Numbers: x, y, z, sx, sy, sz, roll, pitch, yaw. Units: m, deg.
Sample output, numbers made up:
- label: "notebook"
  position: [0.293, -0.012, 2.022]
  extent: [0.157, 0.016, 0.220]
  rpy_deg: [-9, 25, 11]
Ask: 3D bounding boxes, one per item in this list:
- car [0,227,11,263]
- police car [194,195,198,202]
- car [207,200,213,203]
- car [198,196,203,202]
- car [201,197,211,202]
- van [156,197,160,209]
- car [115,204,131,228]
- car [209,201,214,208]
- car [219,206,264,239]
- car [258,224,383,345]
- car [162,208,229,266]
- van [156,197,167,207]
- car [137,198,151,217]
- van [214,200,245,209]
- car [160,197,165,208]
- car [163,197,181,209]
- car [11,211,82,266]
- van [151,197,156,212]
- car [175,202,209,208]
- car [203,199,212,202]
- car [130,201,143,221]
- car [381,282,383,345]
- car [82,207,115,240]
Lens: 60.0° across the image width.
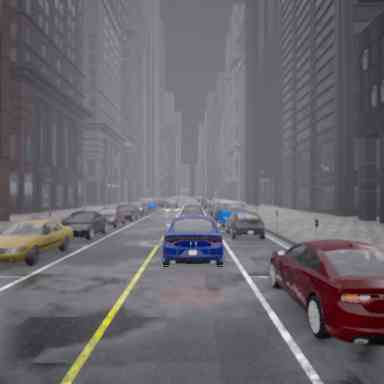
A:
- label: "car"
  position: [-5.765, 1.612, 6.514]
  extent: [1.947, 1.339, 4.313]
  rpy_deg: [0, 0, 0]
- label: "police car"
  position: [2.352, 2.156, 92.499]
  extent: [1.930, 1.638, 5.238]
  rpy_deg: [0, -1, 0]
- label: "car"
  position: [2.755, 1.835, 34.713]
  extent: [1.802, 1.307, 4.206]
  rpy_deg: [0, 0, 0]
- label: "car"
  position: [2.750, 1.793, 62.895]
  extent: [2.192, 1.841, 5.009]
  rpy_deg: [0, 0, 0]
- label: "car"
  position: [2.752, 1.931, 51.622]
  extent: [1.887, 1.381, 4.507]
  rpy_deg: [0, 0, 0]
- label: "van"
  position: [-5.772, 1.682, 45.971]
  extent: [1.690, 1.788, 3.998]
  rpy_deg: [0, 0, 0]
- label: "car"
  position: [-5.768, 1.749, 23.423]
  extent: [1.802, 1.307, 4.206]
  rpy_deg: [0, 0, 0]
- label: "car"
  position: [2.756, 1.761, 29.078]
  extent: [2.008, 1.369, 4.403]
  rpy_deg: [0, 0, 0]
- label: "car"
  position: [2.758, 1.677, 17.805]
  extent: [2.008, 1.369, 4.403]
  rpy_deg: [0, 0, 0]
- label: "car"
  position: [2.760, 1.591, 6.533]
  extent: [1.887, 1.381, 4.507]
  rpy_deg: [0, 0, 0]
- label: "car"
  position: [0.048, 1.561, 11.852]
  extent: [1.882, 1.535, 5.008]
  rpy_deg: [0, 0, 1]
- label: "van"
  position: [-5.775, 1.819, 62.879]
  extent: [1.690, 1.788, 3.998]
  rpy_deg: [0, 0, 0]
- label: "car"
  position: [-5.770, 1.693, 34.697]
  extent: [1.967, 1.590, 4.097]
  rpy_deg: [0, 0, 0]
- label: "van"
  position: [2.756, 1.509, 23.443]
  extent: [1.690, 1.788, 3.998]
  rpy_deg: [0, 0, 0]
- label: "car"
  position: [-5.774, 1.746, 57.243]
  extent: [2.192, 1.841, 5.009]
  rpy_deg: [0, 0, 0]
- label: "car"
  position: [-3.087, 1.920, 52.565]
  extent: [1.812, 1.442, 4.674]
  rpy_deg: [0, 0, 0]
- label: "car"
  position: [-5.766, 1.610, 11.980]
  extent: [1.752, 1.417, 4.829]
  rpy_deg: [0, 0, 0]
- label: "van"
  position: [-5.772, 1.638, 40.334]
  extent: [1.690, 1.788, 3.998]
  rpy_deg: [0, 0, 0]
- label: "car"
  position: [0.041, 1.736, 26.297]
  extent: [2.033, 1.411, 5.357]
  rpy_deg: [0, 0, 0]
- label: "car"
  position: [2.754, 1.848, 40.350]
  extent: [2.008, 1.369, 4.403]
  rpy_deg: [0, 0, 0]
- label: "car"
  position: [-5.769, 1.776, 29.060]
  extent: [1.947, 1.339, 4.313]
  rpy_deg: [0, 0, 0]
- label: "car"
  position: [2.761, 1.552, 0.897]
  extent: [1.887, 1.381, 4.507]
  rpy_deg: [0, 0, 0]
- label: "car"
  position: [-5.767, 1.692, 17.786]
  extent: [1.947, 1.339, 4.313]
  rpy_deg: [0, 0, 0]
